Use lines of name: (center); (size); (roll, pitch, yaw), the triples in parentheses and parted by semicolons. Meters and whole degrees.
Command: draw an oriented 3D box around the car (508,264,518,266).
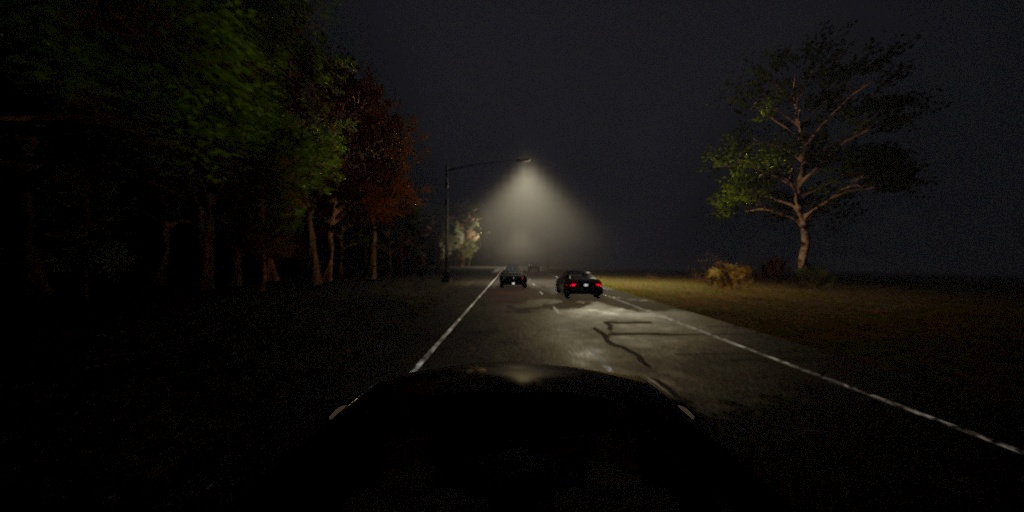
car: (0.098, 1.803, 50.336); (2.033, 1.411, 5.357); (0, -1, 0)

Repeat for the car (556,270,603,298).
car: (3.599, 1.494, 19.915); (2.033, 1.411, 5.357); (0, -1, 0)

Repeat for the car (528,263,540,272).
car: (3.597, 1.845, 60.452); (2.128, 1.511, 4.902); (0, -1, 0)

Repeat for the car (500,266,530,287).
car: (0.100, 1.623, 27.223); (1.895, 1.301, 4.718); (0, -1, 0)
